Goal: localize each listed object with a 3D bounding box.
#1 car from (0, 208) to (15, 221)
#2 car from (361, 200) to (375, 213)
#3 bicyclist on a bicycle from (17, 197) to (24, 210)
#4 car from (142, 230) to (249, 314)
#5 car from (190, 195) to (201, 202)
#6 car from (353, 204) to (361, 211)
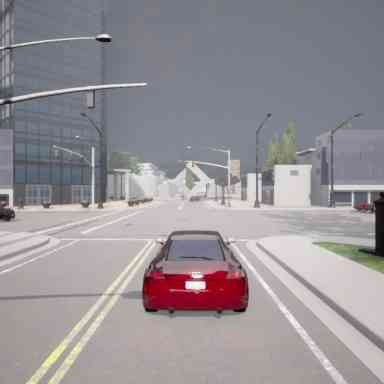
[{"bbox_3d":[-16.602,1.587,26.151,5.008,1.535,1.882,-1,0,0],"label":"car"},{"bbox_3d":[20.214,1.553,33.644,4.718,1.301,1.895,0,0,0],"label":"car"},{"bbox_3d":[-21.982,1.466,42.585,0.582,1.620,1.656,-1,0,0],"label":"bicyclist on a bicycle"},{"bbox_3d":[0.074,1.564,7.695,1.994,1.385,4.181,0,0,0],"label":"car"},{"bbox_3d":[0.772,1.524,77.317,1.812,1.442,4.674,0,0,12],"label":"car"},{"bbox_3d":[20.656,1.553,37.139,4.718,1.301,1.895,0,0,0],"label":"car"}]
